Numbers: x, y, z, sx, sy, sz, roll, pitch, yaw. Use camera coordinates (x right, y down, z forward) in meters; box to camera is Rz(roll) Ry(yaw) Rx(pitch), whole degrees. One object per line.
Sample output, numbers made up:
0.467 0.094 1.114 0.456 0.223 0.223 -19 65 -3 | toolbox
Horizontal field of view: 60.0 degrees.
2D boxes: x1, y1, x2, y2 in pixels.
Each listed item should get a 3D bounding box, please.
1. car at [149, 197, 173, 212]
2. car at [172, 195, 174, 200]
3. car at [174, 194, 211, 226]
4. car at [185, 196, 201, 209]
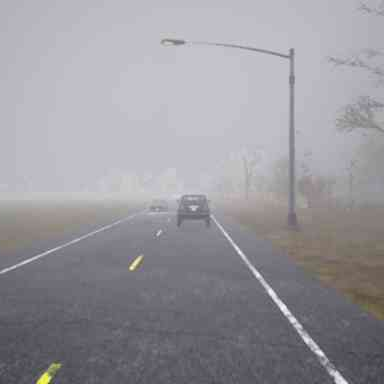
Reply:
-3.591 1.404 37.029 2.033 1.411 5.357 0 0 0 | car
-3.495 1.177 76.222 1.812 1.442 4.674 0 0 0 | car
0.103 1.136 22.982 2.150 2.045 5.566 0 0 0 | car
0.103 1.309 42.441 1.882 1.535 5.008 0 0 0 | car
